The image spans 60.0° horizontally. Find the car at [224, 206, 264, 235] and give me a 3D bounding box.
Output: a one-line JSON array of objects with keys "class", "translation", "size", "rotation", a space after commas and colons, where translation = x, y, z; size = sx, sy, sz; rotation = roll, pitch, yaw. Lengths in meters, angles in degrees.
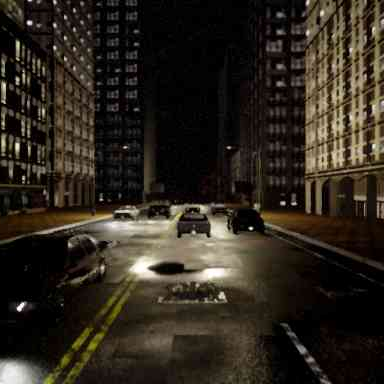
[{"class": "car", "translation": [3.356, 1.831, 21.358], "size": [1.837, 1.490, 4.892], "rotation": [0, -1, 0]}]

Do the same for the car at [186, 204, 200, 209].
[{"class": "car", "translation": [0.106, 2.249, 43.595], "size": [1.895, 1.301, 4.718], "rotation": [0, -1, 0]}]

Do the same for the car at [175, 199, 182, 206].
[{"class": "car", "translation": [-3.231, 2.436, 75.845], "size": [2.128, 1.511, 4.902], "rotation": [0, -1, 0]}]

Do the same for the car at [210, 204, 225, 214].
[{"class": "car", "translation": [3.363, 2.170, 41.677], "size": [2.033, 1.411, 5.357], "rotation": [0, -1, 0]}]

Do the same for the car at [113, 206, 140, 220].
[{"class": "car", "translation": [-6.587, 2.109, 33.778], "size": [1.895, 1.301, 4.718], "rotation": [0, -1, 0]}]

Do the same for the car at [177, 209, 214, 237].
[{"class": "car", "translation": [0.103, 1.908, 20.160], "size": [1.895, 1.301, 4.718], "rotation": [0, -1, 0]}]

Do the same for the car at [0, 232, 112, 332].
[{"class": "car", "translation": [-3.250, 1.665, 7.536], "size": [2.033, 1.411, 5.357], "rotation": [0, -1, 0]}]

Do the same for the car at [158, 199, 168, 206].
[{"class": "car", "translation": [-6.482, 2.421, 75.432], "size": [1.882, 1.535, 5.008], "rotation": [0, -1, 0]}]

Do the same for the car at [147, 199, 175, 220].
[{"class": "car", "translation": [-3.335, 1.750, 34.986], "size": [2.150, 2.045, 5.566], "rotation": [0, -1, 0]}]
